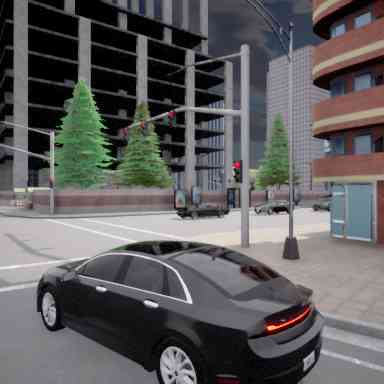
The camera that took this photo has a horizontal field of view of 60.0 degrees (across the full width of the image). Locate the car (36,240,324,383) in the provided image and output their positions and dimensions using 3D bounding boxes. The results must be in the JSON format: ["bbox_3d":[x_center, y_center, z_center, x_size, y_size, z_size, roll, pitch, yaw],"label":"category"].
[{"bbox_3d":[-0.602,1.505,5.065,4.892,1.490,1.837,0,0,41],"label":"car"}]

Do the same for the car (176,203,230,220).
[{"bbox_3d":[0.973,1.656,29.125,4.718,1.301,1.895,0,0,-36],"label":"car"}]

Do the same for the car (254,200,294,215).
[{"bbox_3d":[8.566,1.547,34.543,4.902,1.511,2.128,0,0,-35],"label":"car"}]

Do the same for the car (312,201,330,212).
[{"bbox_3d":[16.663,1.407,40.295,4.553,1.767,2.097,0,0,-35],"label":"car"}]
